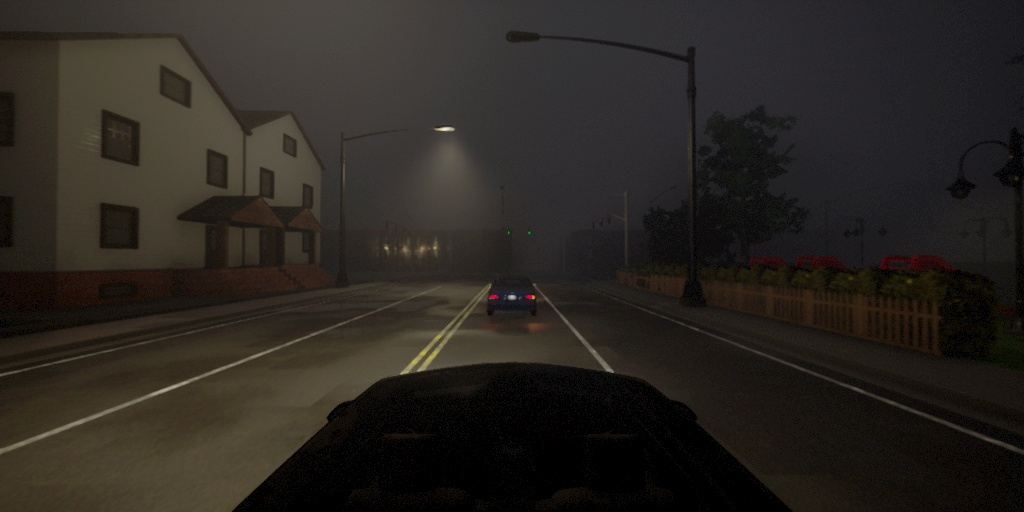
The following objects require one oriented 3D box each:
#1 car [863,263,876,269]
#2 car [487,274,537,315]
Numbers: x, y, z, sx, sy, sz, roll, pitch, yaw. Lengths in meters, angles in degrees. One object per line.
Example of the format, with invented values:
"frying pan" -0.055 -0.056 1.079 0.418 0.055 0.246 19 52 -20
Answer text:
"car" 40.879 1.511 38.884 4.553 1.767 2.097 0 -1 0
"car" 0.009 1.437 14.339 2.033 1.411 5.357 0 -1 0
